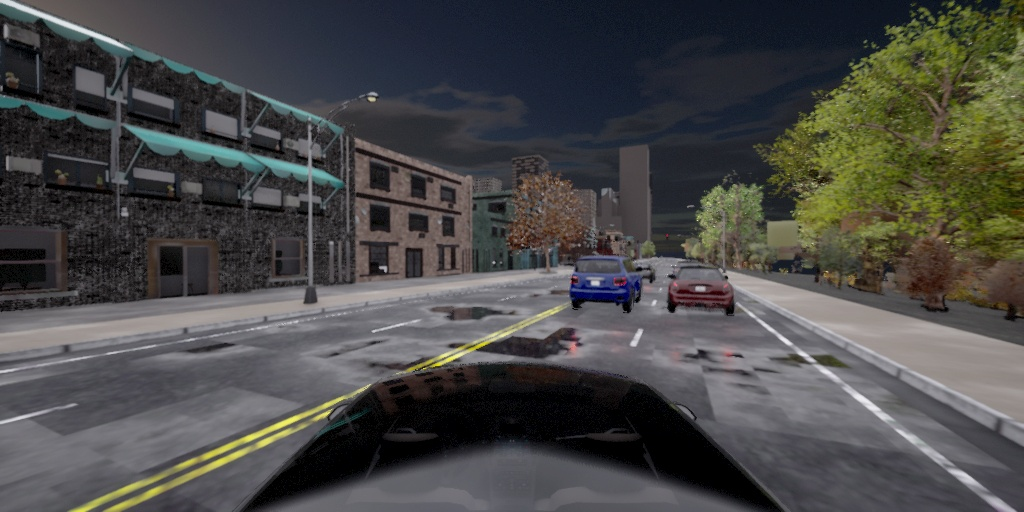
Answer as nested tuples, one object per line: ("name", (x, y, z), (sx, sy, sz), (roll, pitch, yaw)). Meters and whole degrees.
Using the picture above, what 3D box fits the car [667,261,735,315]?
("car", (7.302, 1.140, 14.125), (2.097, 1.767, 4.553), (0, 0, 25))

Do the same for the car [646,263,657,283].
("car", (10.637, 1.329, 29.202), (2.128, 1.511, 4.902), (0, 0, 25))

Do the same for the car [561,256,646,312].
("car", (3.986, 1.016, 14.713), (2.150, 2.045, 5.566), (0, 0, 25))
